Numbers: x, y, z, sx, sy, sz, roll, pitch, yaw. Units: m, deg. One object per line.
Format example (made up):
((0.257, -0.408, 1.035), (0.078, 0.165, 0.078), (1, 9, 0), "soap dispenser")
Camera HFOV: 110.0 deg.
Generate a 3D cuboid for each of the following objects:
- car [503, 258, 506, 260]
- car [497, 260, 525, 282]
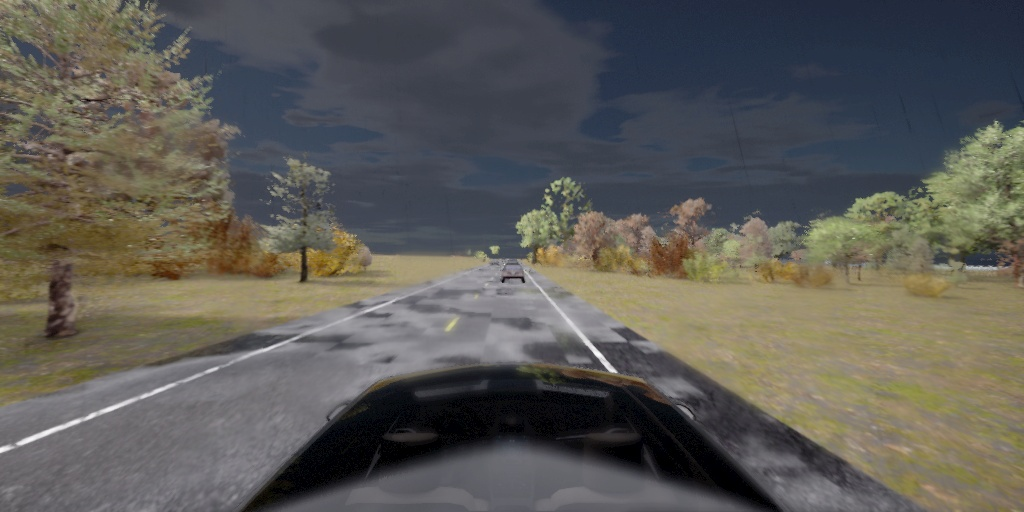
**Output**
((0.080, 1.276, 47.699), (1.837, 1.490, 4.892), (0, 0, 0), "car")
((0.090, 1.308, 28.787), (2.033, 1.411, 5.357), (0, 0, 0), "car")
